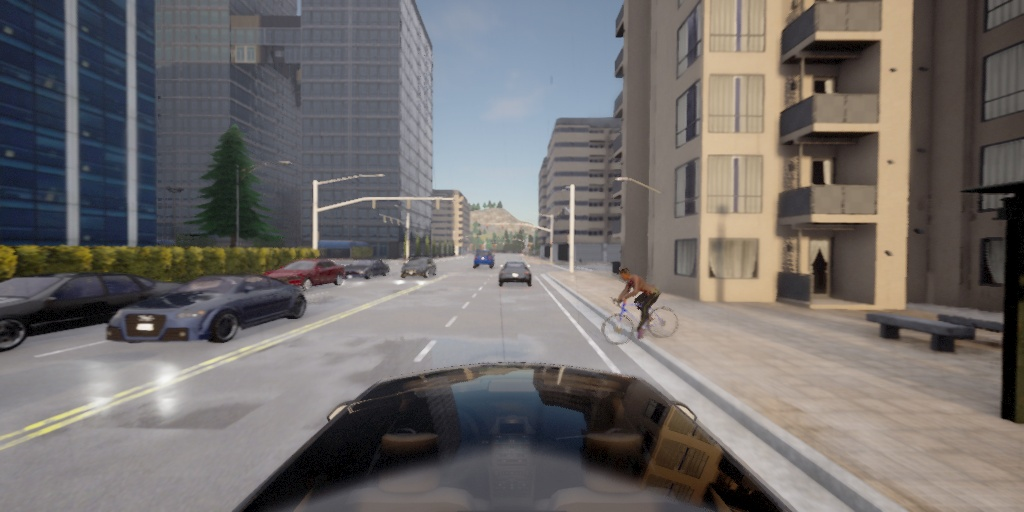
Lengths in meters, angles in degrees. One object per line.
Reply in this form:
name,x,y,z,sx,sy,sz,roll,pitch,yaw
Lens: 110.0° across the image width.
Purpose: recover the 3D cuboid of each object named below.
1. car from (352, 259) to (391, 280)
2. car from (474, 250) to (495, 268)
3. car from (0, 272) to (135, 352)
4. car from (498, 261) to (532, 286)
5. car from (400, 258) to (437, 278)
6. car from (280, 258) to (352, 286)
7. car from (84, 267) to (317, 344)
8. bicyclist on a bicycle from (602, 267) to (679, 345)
car,-10.392,0.915,25.707,2.033,1.411,5.357,1,1,0
car,-3.219,0.357,42.177,2.150,2.045,5.566,1,1,0
car,-10.567,1.106,8.530,2.033,1.411,5.357,1,1,0
car,0.194,1.018,22.291,1.994,1.385,4.181,1,1,0
car,-6.886,0.880,26.890,1.837,1.490,4.892,1,1,0
car,-10.496,0.893,18.474,1.882,1.535,5.008,1,1,1
car,-7.064,1.145,8.903,1.994,1.385,4.181,1,1,0
bicyclist on a bicycle,2.668,1.041,7.646,1.656,1.620,0.582,-9,1,0
